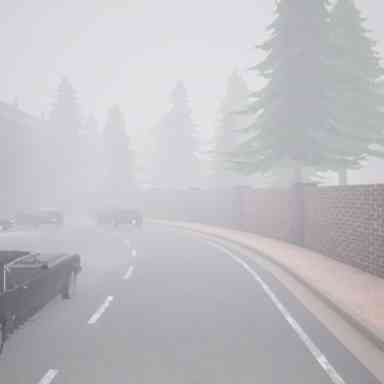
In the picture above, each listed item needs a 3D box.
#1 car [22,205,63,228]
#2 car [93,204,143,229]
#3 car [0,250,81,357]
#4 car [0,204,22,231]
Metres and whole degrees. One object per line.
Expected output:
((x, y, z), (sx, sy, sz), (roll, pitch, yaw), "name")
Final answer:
((-10.546, 1.603, 22.822), (4.674, 1.442, 1.812), (0, -1, 42), "car")
((-5.098, 1.581, 22.494), (1.837, 1.490, 4.892), (1, -1, -38), "car")
((-3.428, 1.620, 5.529), (1.895, 1.301, 4.718), (0, 0, -1), "car")
((-12.897, 1.616, 20.239), (5.357, 1.411, 2.033), (0, 0, 35), "car")
